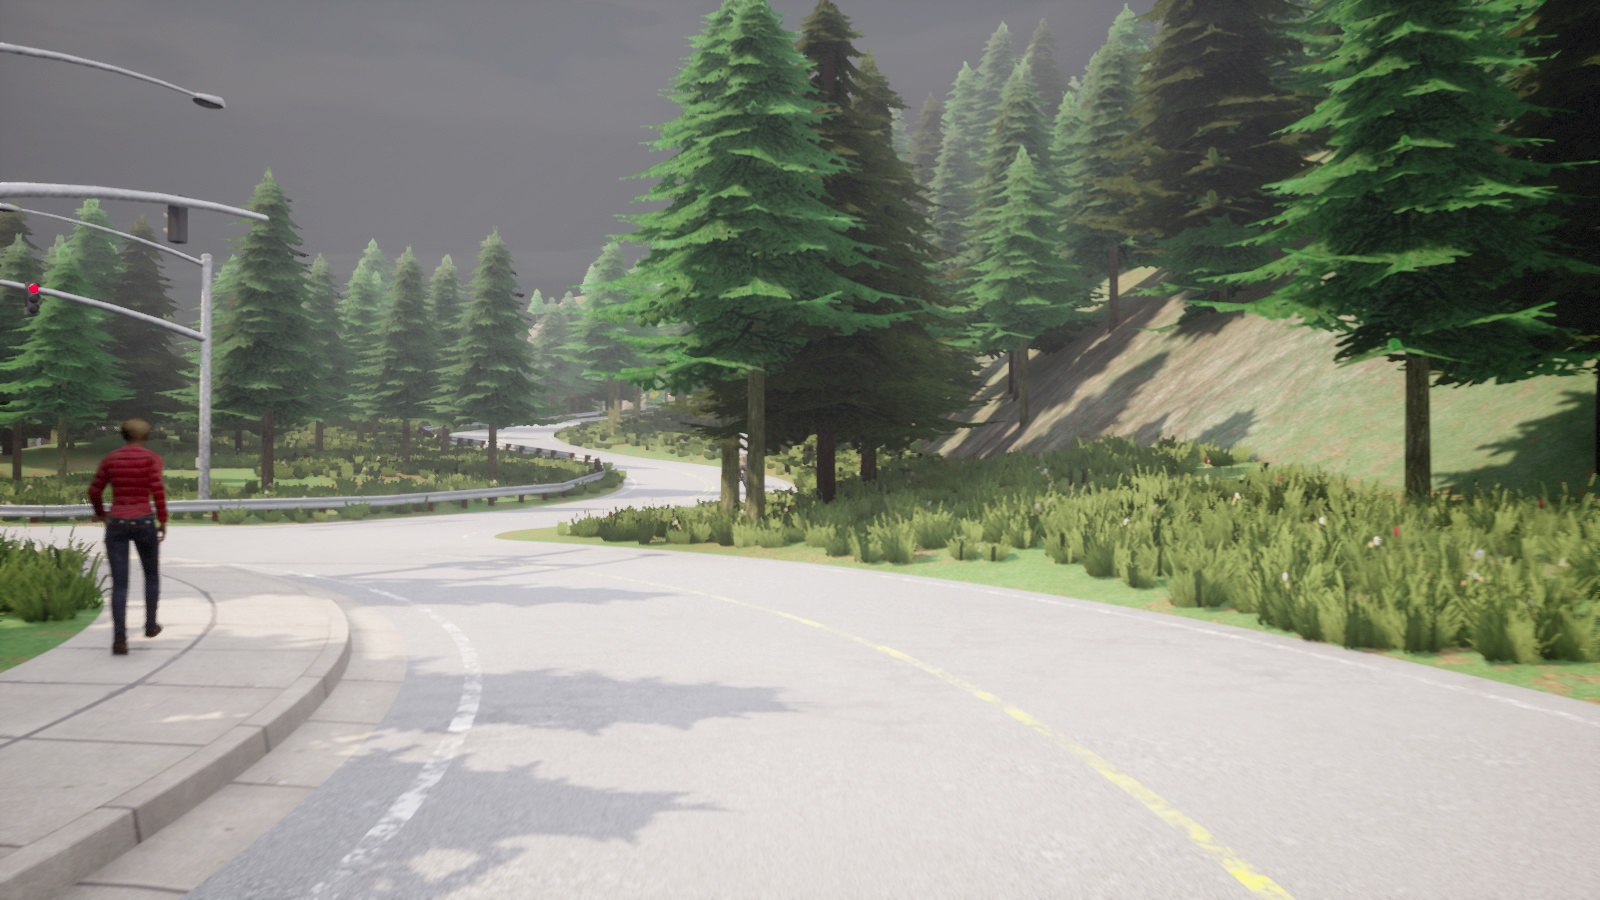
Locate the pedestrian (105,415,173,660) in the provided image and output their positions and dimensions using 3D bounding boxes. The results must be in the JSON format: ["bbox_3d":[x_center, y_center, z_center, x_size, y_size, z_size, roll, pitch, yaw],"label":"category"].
[{"bbox_3d":[-5.167,0.663,9.834,0.331,1.846,0.636,0,-1,-15],"label":"pedestrian"}]
